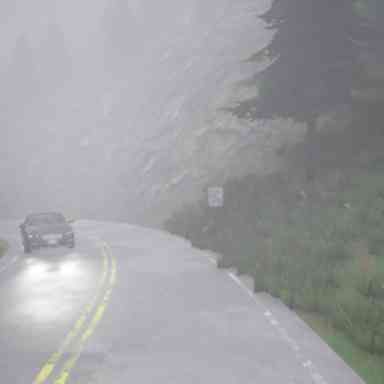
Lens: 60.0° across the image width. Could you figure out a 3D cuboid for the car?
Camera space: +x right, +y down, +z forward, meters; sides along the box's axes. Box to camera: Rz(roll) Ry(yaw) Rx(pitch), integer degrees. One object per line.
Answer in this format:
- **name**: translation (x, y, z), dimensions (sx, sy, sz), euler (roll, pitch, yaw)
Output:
- **car**: translation (-6.385, 1.660, 14.598), dimensions (2.128, 1.511, 4.902), euler (-3, 0, -28)
